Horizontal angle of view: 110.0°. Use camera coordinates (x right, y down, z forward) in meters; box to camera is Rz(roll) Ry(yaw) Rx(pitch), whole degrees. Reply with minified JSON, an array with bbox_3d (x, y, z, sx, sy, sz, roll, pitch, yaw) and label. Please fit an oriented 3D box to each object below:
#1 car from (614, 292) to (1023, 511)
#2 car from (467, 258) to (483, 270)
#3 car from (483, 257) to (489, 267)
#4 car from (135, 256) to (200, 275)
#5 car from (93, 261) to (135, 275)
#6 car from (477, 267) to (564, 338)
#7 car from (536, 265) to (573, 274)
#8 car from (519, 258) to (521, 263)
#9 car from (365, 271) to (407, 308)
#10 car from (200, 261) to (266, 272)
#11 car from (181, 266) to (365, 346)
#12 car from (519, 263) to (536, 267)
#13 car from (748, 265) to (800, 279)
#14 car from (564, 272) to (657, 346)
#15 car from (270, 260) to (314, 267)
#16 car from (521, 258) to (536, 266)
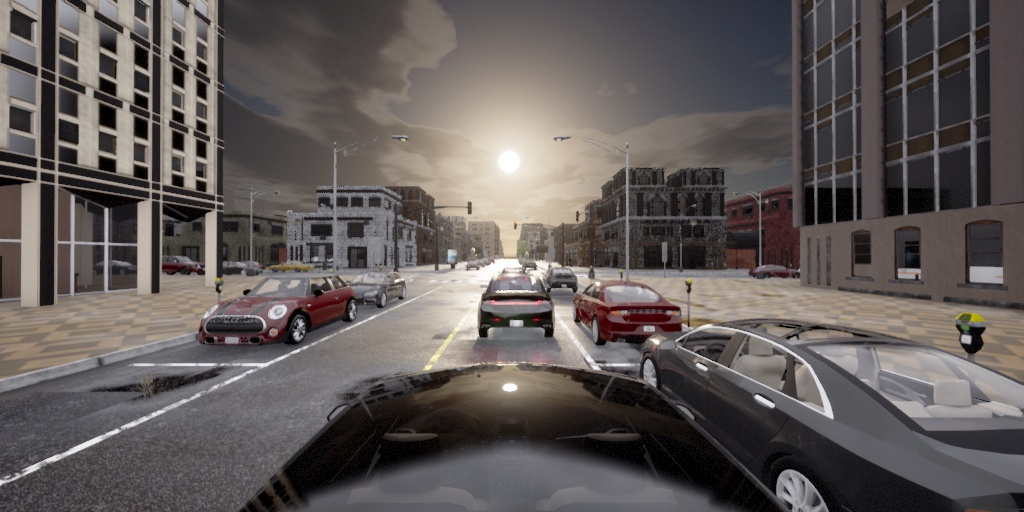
[{"bbox_3d":[2.690,1.300,3.570,2.007,1.370,4.403,0,0,0],"label":"car"},{"bbox_3d":[-5.709,1.327,53.046,1.802,1.307,4.207,0,0,0],"label":"car"},{"bbox_3d":[-5.714,1.295,64.089,2.007,1.370,4.403,0,0,0],"label":"car"},{"bbox_3d":[-30.963,0.910,33.122,5.009,1.841,2.192,0,0,1],"label":"car"},{"bbox_3d":[-36.500,1.123,33.205,4.403,1.370,2.007,0,0,1],"label":"car"},{"bbox_3d":[0.098,1.240,10.169,2.128,1.511,4.902,0,0,0],"label":"car"},{"bbox_3d":[2.683,1.298,20.646,2.007,1.370,4.403,0,0,0],"label":"car"},{"bbox_3d":[2.667,1.326,64.078,1.802,1.307,4.207,0,0,0],"label":"car"},{"bbox_3d":[-5.695,1.299,14.968,2.007,1.370,4.403,0,0,0],"label":"car"},{"bbox_3d":[-25.427,1.170,33.038,4.403,1.370,2.007,0,0,1],"label":"car"},{"bbox_3d":[-5.693,1.189,9.276,1.967,1.591,4.097,0,0,0],"label":"car"},{"bbox_3d":[0.092,1.312,20.593,1.994,1.385,4.181,0,0,0],"label":"car"},{"bbox_3d":[23.631,1.426,32.266,4.207,1.307,1.802,0,0,1],"label":"car"},{"bbox_3d":[2.687,1.294,9.262,1.888,1.381,4.507,0,0,0],"label":"car"},{"bbox_3d":[-25.469,1.188,41.420,4.829,1.417,1.751,0,0,1],"label":"car"},{"bbox_3d":[2.671,1.310,53.036,1.948,1.339,4.313,0,0,0],"label":"car"}]
